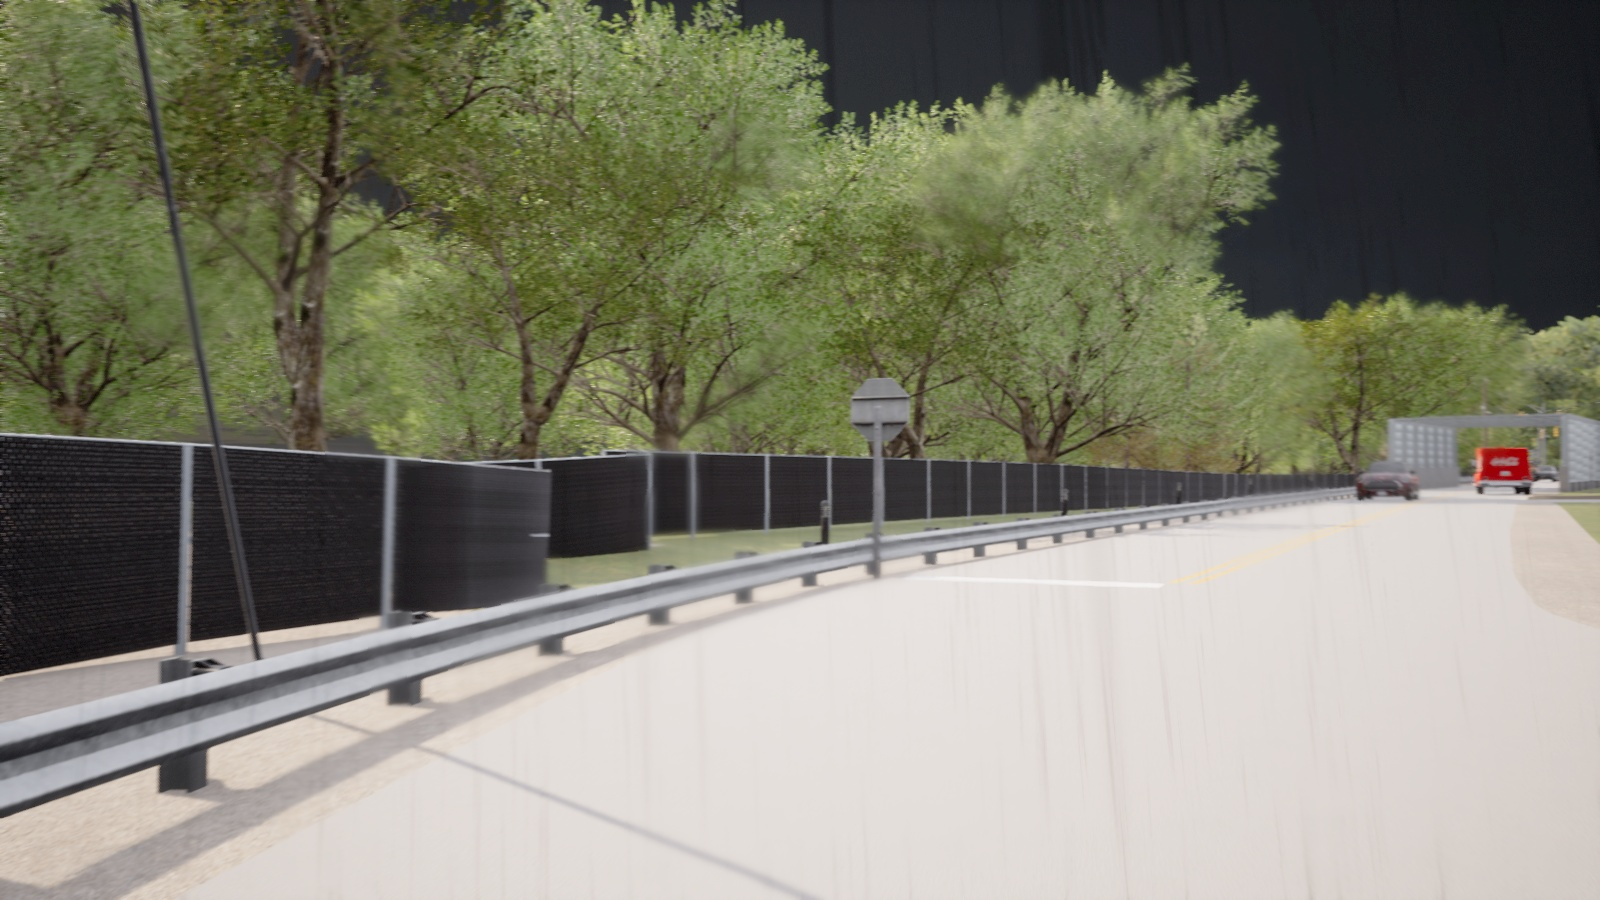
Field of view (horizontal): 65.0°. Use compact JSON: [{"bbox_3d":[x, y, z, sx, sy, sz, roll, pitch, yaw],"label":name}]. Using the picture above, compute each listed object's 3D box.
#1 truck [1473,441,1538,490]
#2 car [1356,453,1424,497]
[{"bbox_3d":[37.603,0.823,67.044,2.627,2.467,5.204,-1,-1,25],"label":"truck"},{"bbox_3d":[24.914,1.049,52.923,2.097,1.767,4.553,-1,-2,31],"label":"car"}]
